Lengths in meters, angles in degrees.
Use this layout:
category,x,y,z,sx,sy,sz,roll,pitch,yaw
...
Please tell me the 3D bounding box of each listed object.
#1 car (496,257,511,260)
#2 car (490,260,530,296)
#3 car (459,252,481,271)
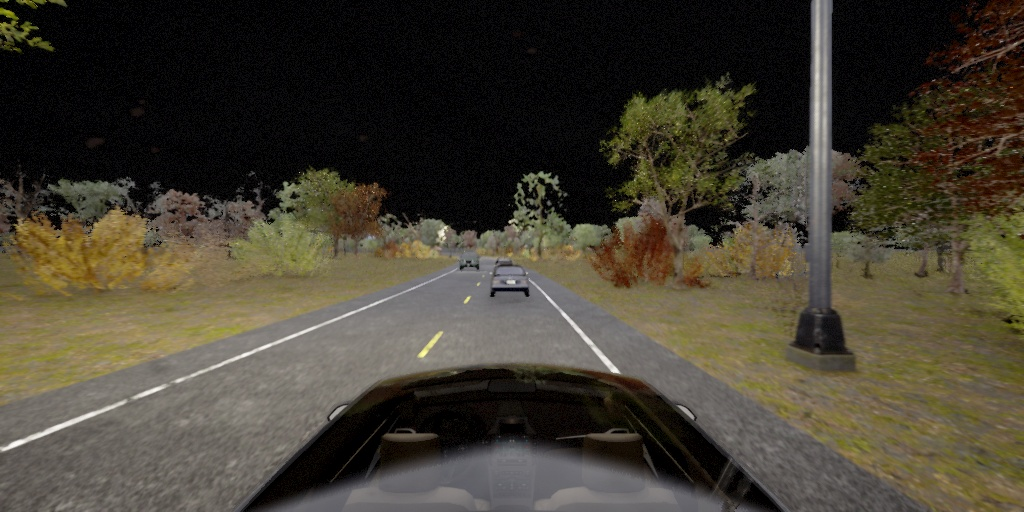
category,x,y,z,sx,sy,sz,roll,pitch,yaw
car,-0.801,0.852,34.883,2.128,1.511,4.902,0,1,-3
car,-0.136,1.116,17.827,2.033,1.411,5.357,0,1,-1
car,-4.721,0.520,40.432,2.150,2.045,5.566,0,1,-4
